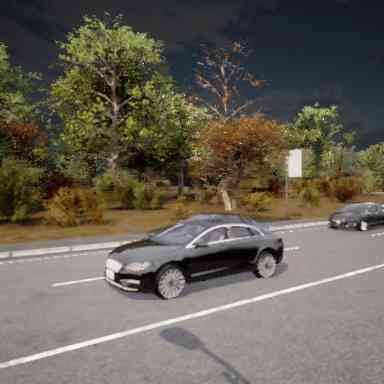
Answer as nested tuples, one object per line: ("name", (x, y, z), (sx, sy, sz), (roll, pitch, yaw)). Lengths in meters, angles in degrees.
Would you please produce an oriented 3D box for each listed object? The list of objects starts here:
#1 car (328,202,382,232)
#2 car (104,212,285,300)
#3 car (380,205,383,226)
("car", (9.978, 1.398, 19.552), (4.892, 1.490, 1.837), (0, 0, -35))
("car", (0.271, 1.477, 8.457), (4.902, 1.511, 2.128), (0, 0, -35))
("car", (11.431, 1.431, 16.299), (4.674, 1.442, 1.812), (-1, 1, -35))
